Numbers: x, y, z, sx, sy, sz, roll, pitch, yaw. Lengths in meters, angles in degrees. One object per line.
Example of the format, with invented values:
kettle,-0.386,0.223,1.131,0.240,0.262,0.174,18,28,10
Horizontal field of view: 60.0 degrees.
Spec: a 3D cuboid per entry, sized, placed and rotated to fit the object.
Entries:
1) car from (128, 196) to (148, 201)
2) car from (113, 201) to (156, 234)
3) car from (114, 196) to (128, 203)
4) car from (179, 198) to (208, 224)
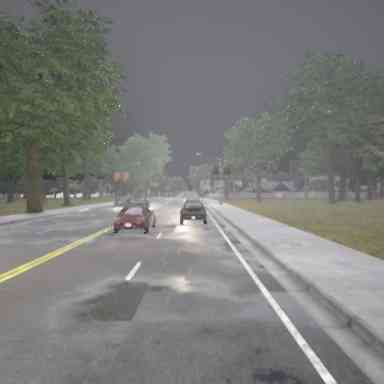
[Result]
car,-6.594,1.428,42.844,1.994,1.385,4.181,0,0,0
car,-3.154,1.451,18.713,1.812,1.442,4.674,0,0,0
car,-9.836,1.351,47.743,2.128,1.511,4.902,0,0,0
car,0.094,1.411,24.165,1.837,1.490,4.892,0,0,0
